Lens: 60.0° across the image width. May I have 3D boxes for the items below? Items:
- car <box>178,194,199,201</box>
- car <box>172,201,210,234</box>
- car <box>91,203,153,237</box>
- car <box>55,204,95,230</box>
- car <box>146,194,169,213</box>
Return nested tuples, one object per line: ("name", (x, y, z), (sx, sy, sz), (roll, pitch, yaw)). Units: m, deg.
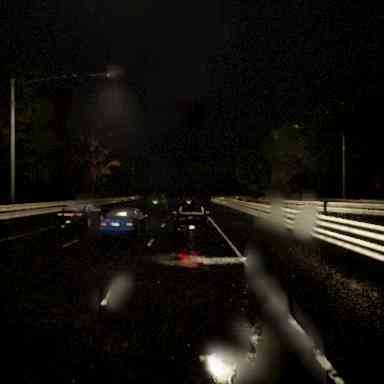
("car", (-0.392, 1.227, 37.555), (2.150, 2.045, 5.566), (0, 0, -1))
("car", (-0.040, 1.501, 18.999), (1.837, 1.490, 4.892), (0, 0, -1))
("car", (-3.520, 1.545, 17.848), (2.033, 1.411, 5.357), (0, 0, -1))
("car", (-7.073, 1.491, 21.334), (2.128, 1.511, 4.902), (0, 0, -1))
("car", (-3.891, 1.228, 37.512), (2.150, 2.045, 5.566), (0, 0, -1))
